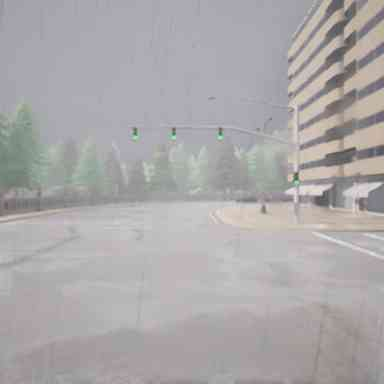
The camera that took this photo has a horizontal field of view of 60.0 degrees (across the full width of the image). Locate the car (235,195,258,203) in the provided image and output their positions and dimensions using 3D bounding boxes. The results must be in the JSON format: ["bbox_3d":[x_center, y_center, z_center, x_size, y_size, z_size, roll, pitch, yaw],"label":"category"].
[{"bbox_3d":[9.713,1.213,59.310,4.902,1.511,2.128,0,0,-42],"label":"car"}]

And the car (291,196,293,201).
[{"bbox_3d":[18.309,1.196,65.205,4.902,1.511,2.128,0,0,-22],"label":"car"}]

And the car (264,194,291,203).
[{"bbox_3d":[14.934,1.247,59.361,4.674,1.442,1.812,0,0,-34],"label":"car"}]
